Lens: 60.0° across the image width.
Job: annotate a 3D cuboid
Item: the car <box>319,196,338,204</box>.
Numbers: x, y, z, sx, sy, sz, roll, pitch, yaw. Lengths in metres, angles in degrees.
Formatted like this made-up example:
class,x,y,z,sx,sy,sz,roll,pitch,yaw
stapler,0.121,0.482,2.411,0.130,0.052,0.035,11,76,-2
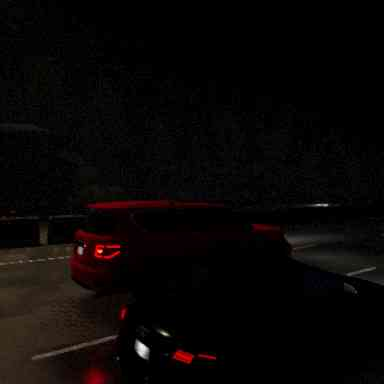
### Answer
class,x,y,z,sx,sy,sz,roll,pitch,yaw
car,22.648,1.296,54.480,4.181,1.385,1.994,-1,0,-35

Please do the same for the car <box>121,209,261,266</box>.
class,x,y,z,sx,sy,sz,roll,pitch,yaw
car,0.070,1.503,12.395,4.902,1.511,2.128,0,0,-36

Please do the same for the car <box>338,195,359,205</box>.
class,x,y,z,sx,sy,sz,roll,pitch,yaw
car,25.644,1.199,52.330,5.008,1.535,1.882,-1,0,-35

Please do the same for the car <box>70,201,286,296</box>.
class,x,y,z,sx,sy,sz,roll,pitch,yaw
car,-0.007,1.232,8.055,5.566,2.045,2.150,0,0,-36

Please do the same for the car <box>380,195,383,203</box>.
class,x,y,z,sx,sy,sz,roll,pitch,yaw
car,16.136,1.169,23.842,5.566,2.045,2.150,0,0,-35

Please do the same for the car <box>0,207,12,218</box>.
class,x,y,z,sx,sy,sz,roll,pitch,yaw
car,-14.017,1.548,19.788,5.357,1.411,2.033,0,0,-35

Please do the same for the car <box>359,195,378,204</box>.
class,x,y,z,sx,sy,sz,roll,pitch,yaw
car,27.615,1.213,49.435,4.902,1.511,2.128,-1,0,-35

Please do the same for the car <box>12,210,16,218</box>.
class,x,y,z,sx,sy,sz,roll,pitch,yaw
car,-14.810,1.568,23.522,4.181,1.385,1.994,0,0,-36

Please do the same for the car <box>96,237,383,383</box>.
class,x,y,z,sx,sy,sz,roll,pitch,yaw
car,1.121,1.573,4.546,4.181,1.385,1.994,0,0,-36

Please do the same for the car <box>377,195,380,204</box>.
class,x,y,z,sx,sy,sz,roll,pitch,yaw
car,27.682,1.251,45.196,4.892,1.490,1.837,0,0,-35
